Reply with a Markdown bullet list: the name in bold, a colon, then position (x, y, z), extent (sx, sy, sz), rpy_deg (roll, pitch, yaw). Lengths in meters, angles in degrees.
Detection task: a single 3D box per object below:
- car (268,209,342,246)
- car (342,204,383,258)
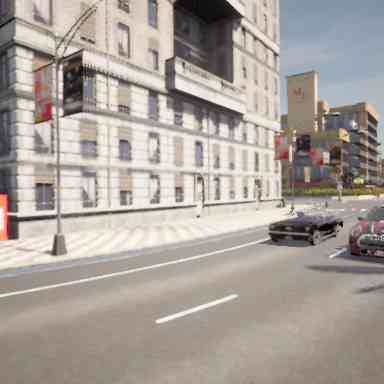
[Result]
- **car**: position (5.161, 1.477, 14.773), extent (1.895, 1.301, 4.718), rpy_deg (-1, 0, 39)
- **car**: position (7.069, 1.214, 11.606), extent (2.097, 1.767, 4.553), rpy_deg (-1, 0, 39)
